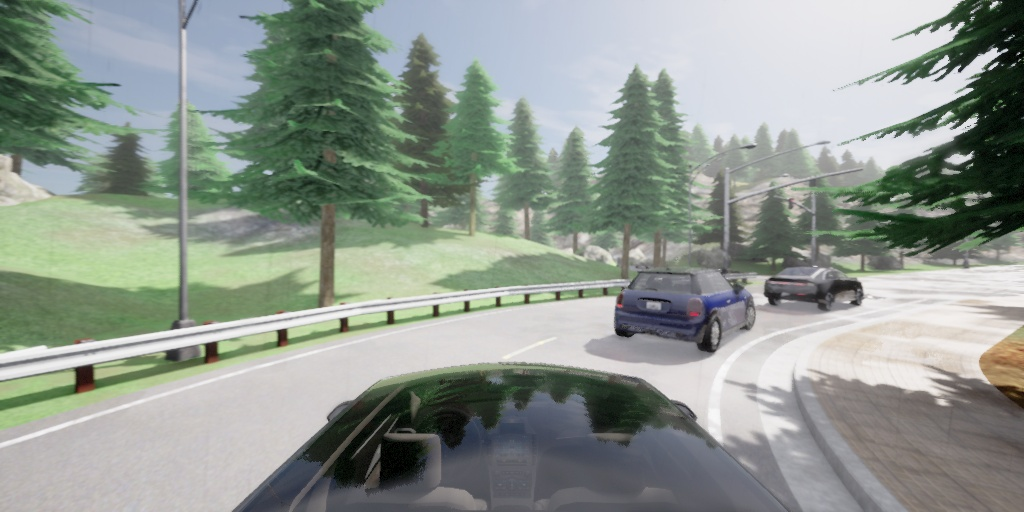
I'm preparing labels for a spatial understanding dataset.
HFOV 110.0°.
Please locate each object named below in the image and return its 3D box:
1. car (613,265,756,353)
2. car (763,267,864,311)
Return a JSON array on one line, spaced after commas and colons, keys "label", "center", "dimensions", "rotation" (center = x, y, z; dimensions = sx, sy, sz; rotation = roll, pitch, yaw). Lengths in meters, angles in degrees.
[{"label": "car", "center": [4.472, 1.055, 9.038], "dimensions": [2.097, 1.767, 4.553], "rotation": [1, 1, 45]}, {"label": "car", "center": [11.829, 1.179, 14.000], "dimensions": [4.902, 1.511, 2.128], "rotation": [0, 1, -30]}]
